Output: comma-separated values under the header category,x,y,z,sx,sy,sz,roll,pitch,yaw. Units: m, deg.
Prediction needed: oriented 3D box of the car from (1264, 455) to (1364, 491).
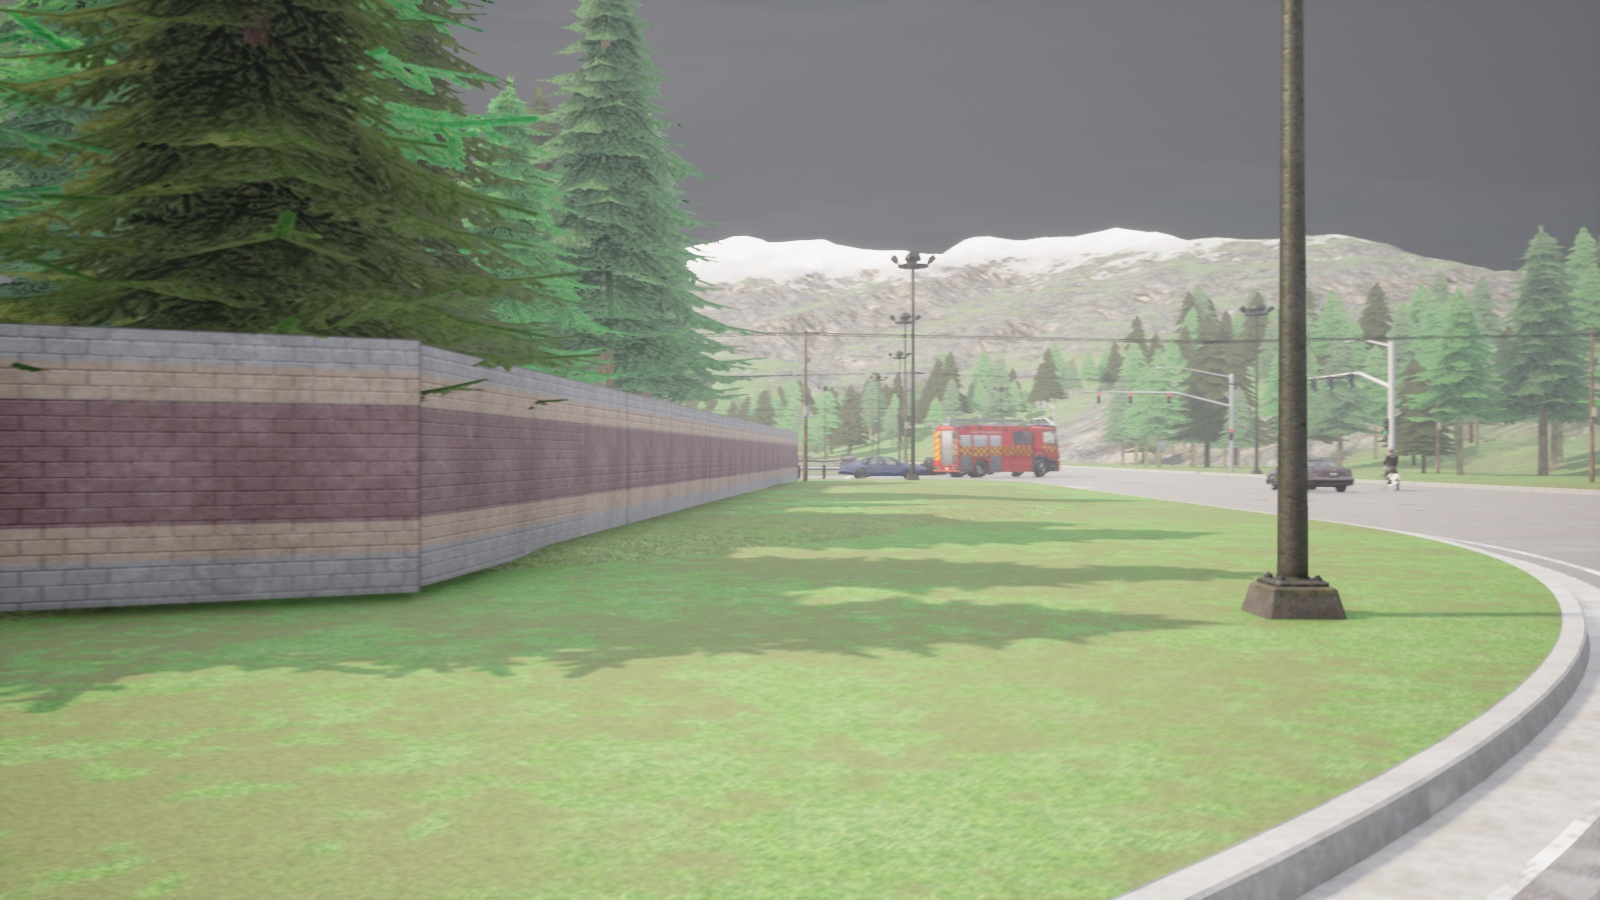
category,x,y,z,sx,sy,sz,roll,pitch,yaw
car,21.034,0.915,51.670,2.033,1.411,5.357,0,0,1

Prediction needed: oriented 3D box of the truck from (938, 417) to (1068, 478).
category,x,y,z,sx,sy,sz,roll,pitch,yaw
truck,13.357,-0.167,82.385,8.468,3.827,2.891,0,0,-29

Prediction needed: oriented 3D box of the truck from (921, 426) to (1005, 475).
category,x,y,z,sx,sy,sz,roll,pitch,yaw
truck,12.072,0.054,92.355,2.891,3.462,7.936,0,0,34

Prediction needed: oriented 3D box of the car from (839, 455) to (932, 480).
category,x,y,z,sx,sy,sz,roll,pitch,yaw
car,5.128,1.045,75.598,5.357,1.411,2.033,0,0,-4

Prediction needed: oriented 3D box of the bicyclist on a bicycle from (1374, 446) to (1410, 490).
category,x,y,z,sx,sy,sz,roll,pitch,yaw
bicyclist on a bicycle,24.542,0.729,52.073,0.659,1.776,1.843,0,0,1
